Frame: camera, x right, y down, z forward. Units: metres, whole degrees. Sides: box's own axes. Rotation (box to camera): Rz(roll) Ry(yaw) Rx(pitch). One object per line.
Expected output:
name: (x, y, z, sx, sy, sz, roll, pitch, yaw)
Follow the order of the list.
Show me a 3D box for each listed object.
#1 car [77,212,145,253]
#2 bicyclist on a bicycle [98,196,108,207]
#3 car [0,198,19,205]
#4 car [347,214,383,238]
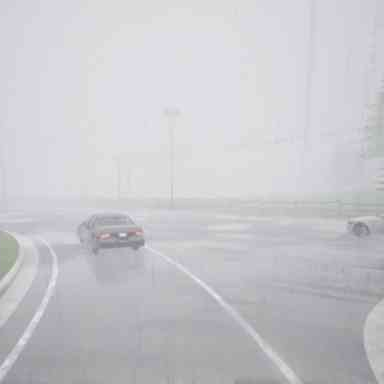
car: (-3.569, 1.571, 13.991, 2.033, 1.411, 5.357, 0, 0, -27)
bicyclist on a bicycle: (-13.316, 1.390, 49.746, 0.582, 1.620, 1.656, 0, 0, 41)
car: (-34.616, 1.773, 62.672, 5.357, 1.411, 2.033, 0, 0, 41)
car: (9.765, 1.452, 15.471, 4.674, 1.442, 1.812, 0, 0, 40)
